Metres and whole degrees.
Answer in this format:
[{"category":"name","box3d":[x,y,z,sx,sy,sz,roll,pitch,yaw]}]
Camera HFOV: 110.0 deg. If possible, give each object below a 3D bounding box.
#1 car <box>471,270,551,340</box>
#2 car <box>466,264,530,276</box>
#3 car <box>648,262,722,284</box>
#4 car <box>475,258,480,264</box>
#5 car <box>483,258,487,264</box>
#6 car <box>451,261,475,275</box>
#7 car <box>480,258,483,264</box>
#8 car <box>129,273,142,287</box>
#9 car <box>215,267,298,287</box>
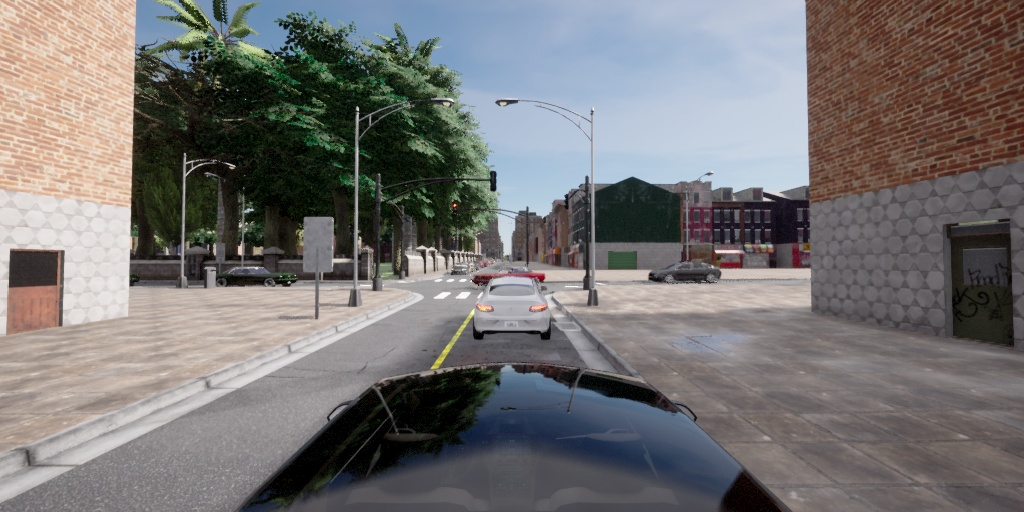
[{"category":"car","box3d":[0.017,1.279,9.894,1.812,1.442,4.674,0,0,1]},{"category":"car","box3d":[-0.182,1.318,22.278,4.718,1.301,1.895,1,-1,-41]},{"category":"car","box3d":[12.291,1.188,25.610,4.892,1.490,1.837,-1,-1,0]},{"category":"car","box3d":[-5.611,1.344,46.053,2.007,1.370,4.403,0,0,-1]},{"category":"car","box3d":[-5.763,1.416,62.402,1.802,1.307,4.207,0,0,-1]},{"category":"car","box3d":[-5.572,1.332,38.917,2.007,1.370,4.403,0,0,-1]},{"category":"car","box3d":[-5.662,1.370,51.503,1.948,1.339,4.313,0,0,-1]},{"category":"car","box3d":[-26.318,1.335,22.411,4.718,1.301,1.895,0,-1,0]},{"category":"car","box3d":[-16.158,1.341,22.474,4.718,1.301,1.895,0,-1,0]}]
